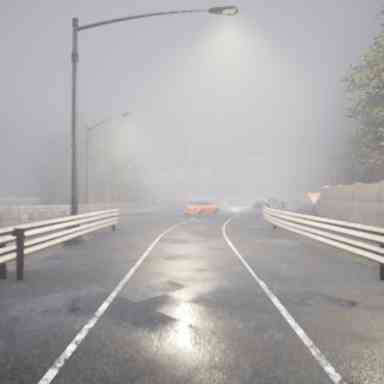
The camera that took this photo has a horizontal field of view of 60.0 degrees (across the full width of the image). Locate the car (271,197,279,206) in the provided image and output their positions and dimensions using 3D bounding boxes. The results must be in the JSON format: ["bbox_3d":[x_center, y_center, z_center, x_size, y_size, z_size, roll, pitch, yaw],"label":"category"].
[{"bbox_3d":[16.747,1.983,69.097,2.150,2.045,5.566,0,-1,16],"label":"car"}]

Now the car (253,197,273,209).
[{"bbox_3d":[11.552,2.104,55.261,1.837,1.490,4.892,0,-1,24],"label":"car"}]

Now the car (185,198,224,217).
[{"bbox_3d":[1.182,1.730,36.723,2.097,1.767,4.553,-1,-1,35],"label":"car"}]
